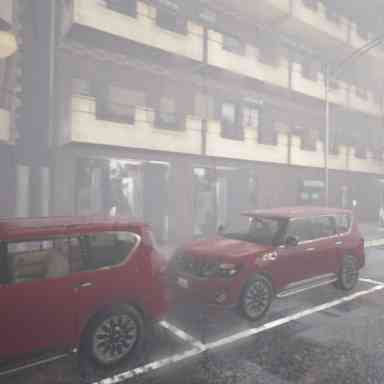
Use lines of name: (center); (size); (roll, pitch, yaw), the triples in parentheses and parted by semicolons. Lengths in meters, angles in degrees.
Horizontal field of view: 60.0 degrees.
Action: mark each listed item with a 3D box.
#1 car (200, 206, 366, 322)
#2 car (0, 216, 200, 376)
car: (1.893, 1.295, 7.421); (5.009, 1.841, 2.192); (0, 2, -35)
car: (-2.608, 1.314, 4.209); (5.009, 1.841, 2.192); (0, 2, -35)
